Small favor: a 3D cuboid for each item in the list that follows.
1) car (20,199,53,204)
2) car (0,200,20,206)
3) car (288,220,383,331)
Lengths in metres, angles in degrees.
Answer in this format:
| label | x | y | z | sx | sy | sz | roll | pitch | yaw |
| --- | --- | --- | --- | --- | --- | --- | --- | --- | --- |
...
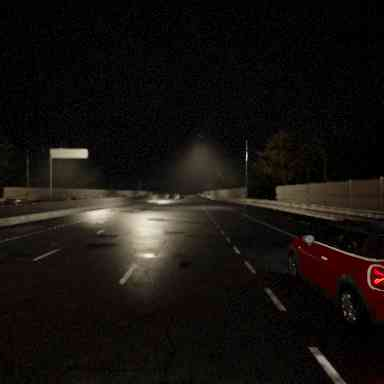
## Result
| label | x | y | z | sx | sy | sz | roll | pitch | yaw |
| --- | --- | --- | --- | --- | --- | --- | --- | --- | --- |
| car | -17.519 | 1.589 | 38.616 | 1.882 | 1.535 | 5.008 | 0 | 0 | 0 |
| car | -21.022 | 1.635 | 38.335 | 1.994 | 1.385 | 4.181 | 0 | 0 | 0 |
| car | 3.596 | 1.363 | 7.066 | 2.097 | 1.767 | 4.553 | 0 | 0 | 0 |
